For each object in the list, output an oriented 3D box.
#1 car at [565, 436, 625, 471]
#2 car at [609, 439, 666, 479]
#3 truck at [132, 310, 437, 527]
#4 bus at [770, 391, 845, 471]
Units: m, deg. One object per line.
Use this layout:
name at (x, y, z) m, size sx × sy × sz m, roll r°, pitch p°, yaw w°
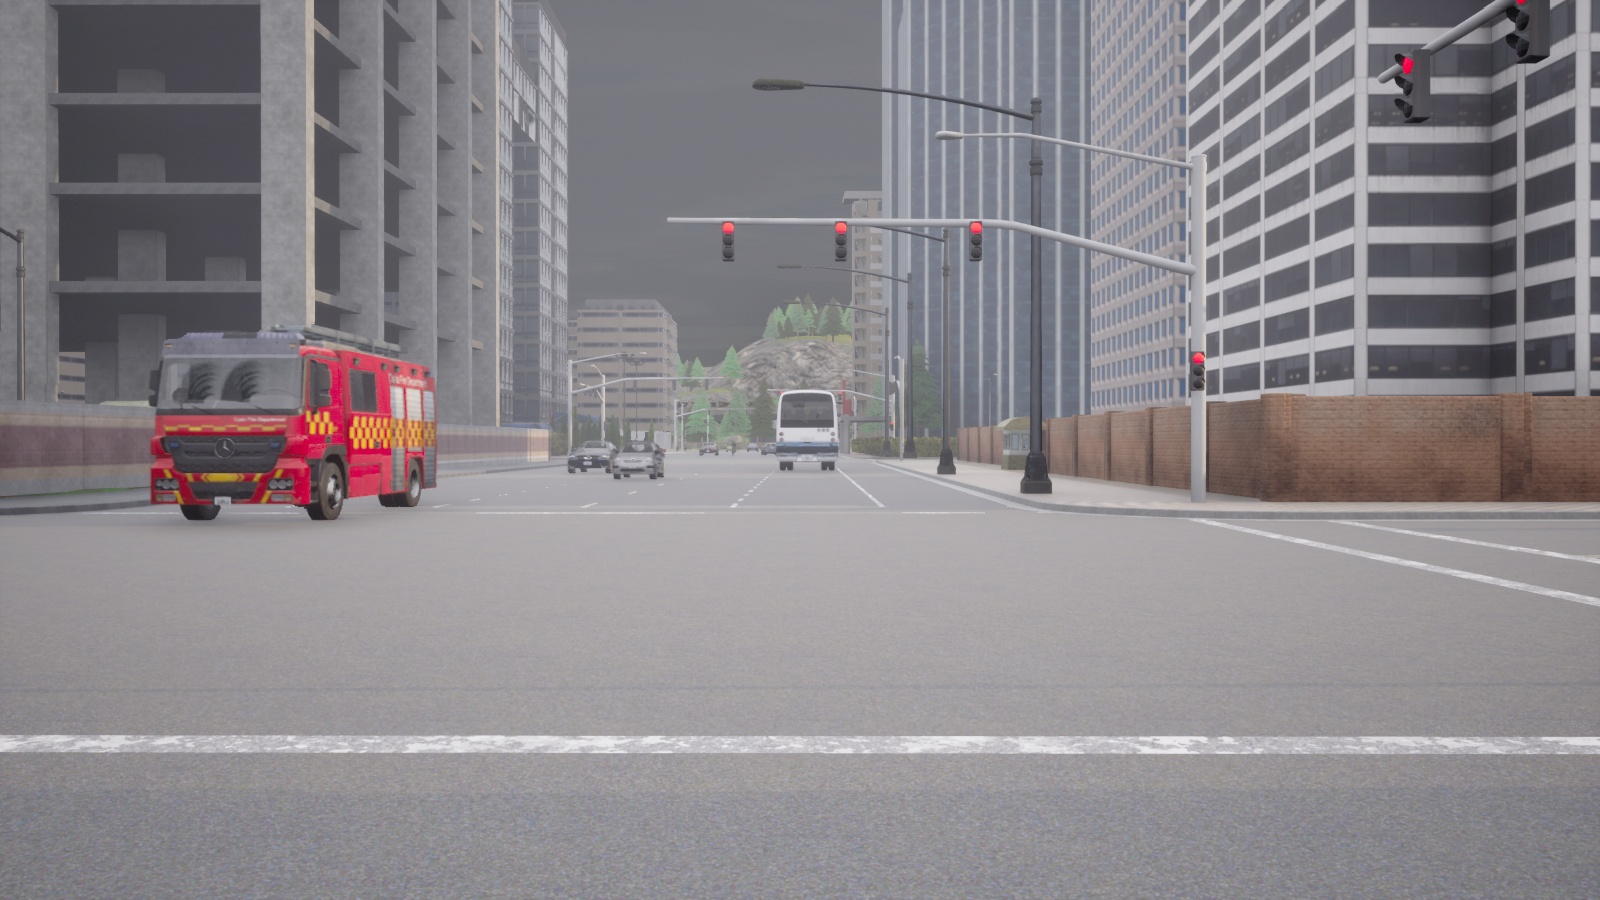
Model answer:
car at (-10.143, 0.165, 62.419) m, size 2.152 × 1.651 × 5.027 m, roll 0°, pitch 0°, yaw 0°
car at (-6.698, 0.345, 52.195) m, size 1.851 × 1.617 × 3.988 m, roll 0°, pitch 0°, yaw 0°
truck at (-10.339, -0.576, 26.433) m, size 2.891 × 3.827 × 8.468 m, roll 0°, pitch 0°, yaw 0°
bus at (0.407, -1.032, 71.224) m, size 3.944 × 4.253 × 10.273 m, roll 0°, pitch 0°, yaw 0°
